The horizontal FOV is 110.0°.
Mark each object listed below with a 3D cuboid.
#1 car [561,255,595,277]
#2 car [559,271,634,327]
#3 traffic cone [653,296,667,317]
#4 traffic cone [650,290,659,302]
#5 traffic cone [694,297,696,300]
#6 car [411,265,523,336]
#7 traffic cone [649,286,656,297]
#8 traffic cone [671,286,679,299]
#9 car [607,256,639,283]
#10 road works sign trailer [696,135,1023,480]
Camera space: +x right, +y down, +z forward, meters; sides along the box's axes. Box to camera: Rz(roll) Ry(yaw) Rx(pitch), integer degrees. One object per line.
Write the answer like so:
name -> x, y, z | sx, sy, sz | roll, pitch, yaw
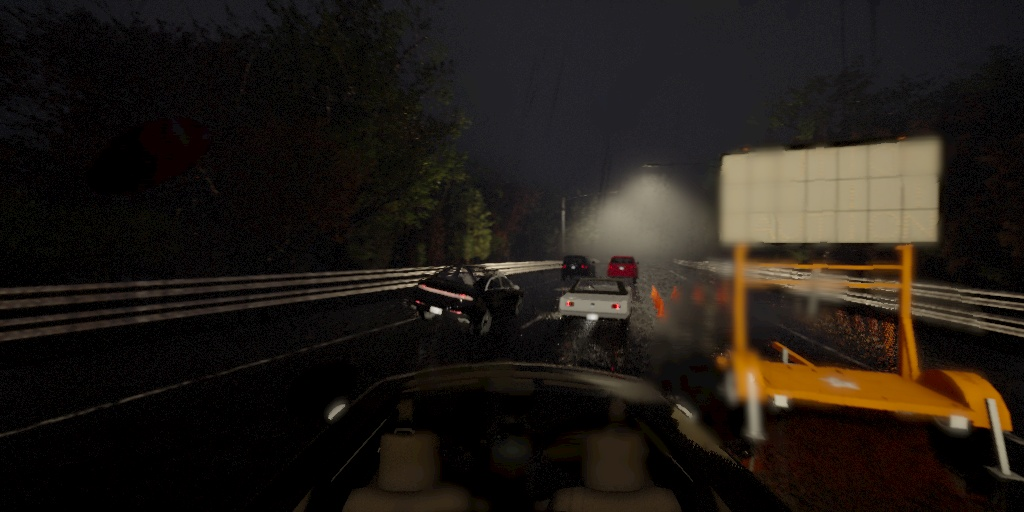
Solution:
car -> 5.539, 0.969, 29.772 | 2.150, 2.045, 5.566 | 1, 0, 19
car -> 2.913, 1.363, 11.797 | 1.895, 1.301, 4.718 | 1, 0, 19
traffic cone -> 5.023, 1.741, 12.090 | 0.340, 0.580, 0.340 | 0, 0, 19
traffic cone -> 5.678, 1.744, 13.980 | 0.340, 0.580, 0.340 | 0, 0, 19
traffic cone -> 8.878, 1.773, 17.104 | 0.340, 0.580, 0.340 | 0, 0, 19
car -> -0.991, 1.084, 10.597 | 2.128, 1.511, 4.902 | 11, 3, 17
traffic cone -> 6.334, 1.747, 15.869 | 0.340, 0.580, 0.340 | 0, 0, 19
traffic cone -> 7.933, 1.762, 17.432 | 0.340, 0.580, 0.340 | 0, 0, 19
car -> 8.939, 1.009, 28.840 | 2.150, 2.045, 5.566 | 1, 0, 20
road works sign trailer -> 4.141, 0.256, 4.982 | 2.380, 3.560, 2.880 | 0, 0, 20
